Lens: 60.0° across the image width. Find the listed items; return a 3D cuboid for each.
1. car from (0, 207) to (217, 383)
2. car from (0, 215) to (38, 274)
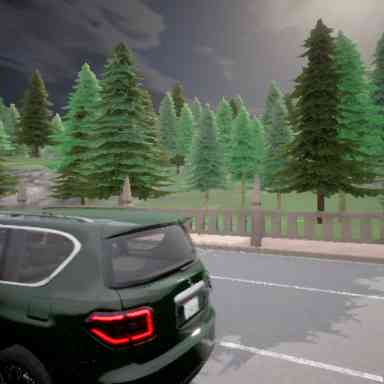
[{"bbox_3d":[-2.431,1.223,4.410,5.566,2.045,2.150,0,0,25],"label":"car"},{"bbox_3d":[-7.387,1.505,10.370,4.892,1.490,1.837,0,0,22],"label":"car"}]
